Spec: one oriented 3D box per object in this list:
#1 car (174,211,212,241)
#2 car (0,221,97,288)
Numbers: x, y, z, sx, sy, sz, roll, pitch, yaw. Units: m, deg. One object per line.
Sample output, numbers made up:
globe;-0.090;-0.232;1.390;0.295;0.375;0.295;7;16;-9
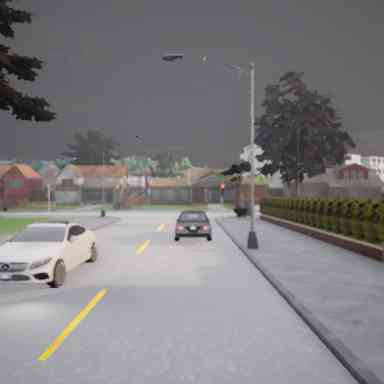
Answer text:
car;0.060;1.674;17.398;2.033;1.411;5.357;0;0;0
car;-4.102;1.597;9.628;1.812;1.442;4.674;0;-1;0
